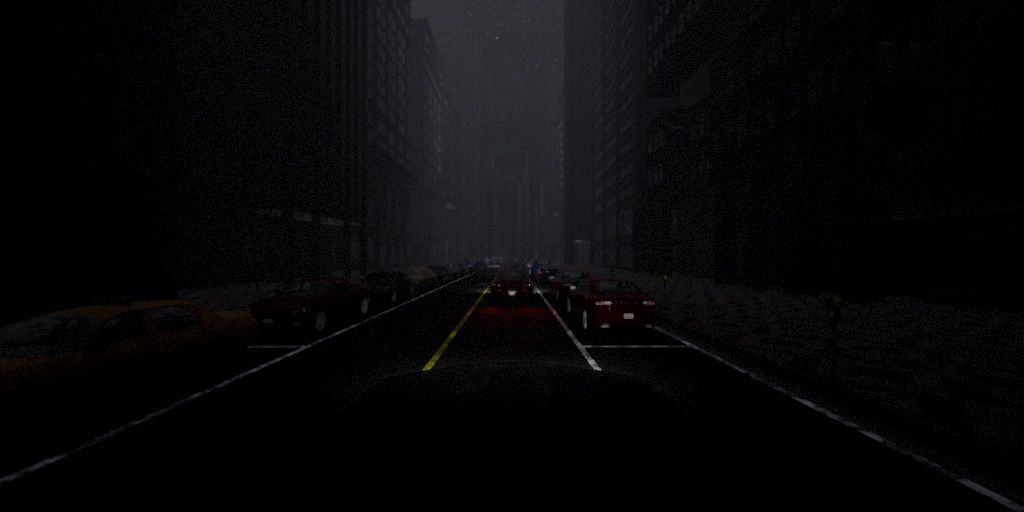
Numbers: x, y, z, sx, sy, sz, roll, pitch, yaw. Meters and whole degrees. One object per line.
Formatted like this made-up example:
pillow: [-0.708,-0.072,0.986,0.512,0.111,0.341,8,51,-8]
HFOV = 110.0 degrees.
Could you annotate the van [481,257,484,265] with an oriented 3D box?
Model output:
van: [-5.763,1.116,55.793,1.690,1.789,3.998,0,0,0]

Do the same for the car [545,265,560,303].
car: [2.762,1.293,16.356,1.888,1.381,4.507,0,0,0]

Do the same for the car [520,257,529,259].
car: [2.763,1.327,61.445,1.888,1.381,4.507,0,0,0]

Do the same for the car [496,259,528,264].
car: [0.000,1.250,31.500,2.128,1.511,4.902,0,0,0]

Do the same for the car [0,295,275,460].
car: [-5.763,1.273,4.895,1.751,1.417,4.829,0,0,0]

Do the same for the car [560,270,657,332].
car: [2.762,1.293,10.719,1.888,1.381,4.507,0,0,0]

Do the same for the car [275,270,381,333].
car: [-5.763,1.293,10.702,1.888,1.381,4.507,0,0,0]

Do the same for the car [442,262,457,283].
car: [-5.763,1.318,27.610,1.948,1.339,4.313,0,0,0]

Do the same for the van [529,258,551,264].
van: [2.762,1.096,33.264,1.690,1.789,3.998,0,0,0]

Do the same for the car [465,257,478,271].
car: [-5.763,1.203,44.521,1.967,1.591,4.097,0,0,0]

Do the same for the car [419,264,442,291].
car: [-5.763,1.275,21.804,1.751,1.417,4.829,0,0,0]

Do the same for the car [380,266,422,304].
car: [-5.763,1.314,16.338,1.948,1.339,4.313,0,0,0]

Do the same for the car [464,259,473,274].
car: [-5.763,1.325,38.884,1.948,1.339,4.313,0,0,0]

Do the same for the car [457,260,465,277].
car: [-5.763,1.337,33.248,1.802,1.307,4.207,0,0,0]

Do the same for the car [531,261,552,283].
car: [2.762,1.302,27.628,2.007,1.370,4.403,0,0,0]

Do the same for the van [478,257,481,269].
van: [-5.763,1.110,50.157,1.690,1.789,3.998,0,0,0]

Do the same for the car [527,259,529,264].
car: [2.762,1.310,38.900,2.007,1.370,4.403,0,0,0]

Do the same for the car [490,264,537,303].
car: [0.000,1.282,16.500,1.812,1.442,4.674,0,0,0]
